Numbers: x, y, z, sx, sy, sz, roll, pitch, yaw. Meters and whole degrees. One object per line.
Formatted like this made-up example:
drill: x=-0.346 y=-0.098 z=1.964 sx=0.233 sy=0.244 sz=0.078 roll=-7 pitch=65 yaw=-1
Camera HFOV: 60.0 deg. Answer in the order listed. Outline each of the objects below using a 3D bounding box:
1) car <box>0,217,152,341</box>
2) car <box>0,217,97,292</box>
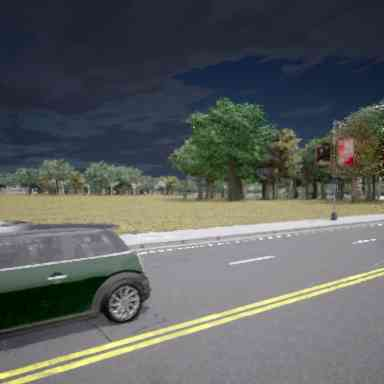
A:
car: x=-3.039 y=1.352 z=5.508 sx=4.553 sy=1.767 sz=2.097 roll=0 pitch=0 yaw=-35
car: x=-5.034 y=1.504 z=8.078 sx=4.892 sy=1.490 sz=1.837 roll=0 pitch=0 yaw=-35
